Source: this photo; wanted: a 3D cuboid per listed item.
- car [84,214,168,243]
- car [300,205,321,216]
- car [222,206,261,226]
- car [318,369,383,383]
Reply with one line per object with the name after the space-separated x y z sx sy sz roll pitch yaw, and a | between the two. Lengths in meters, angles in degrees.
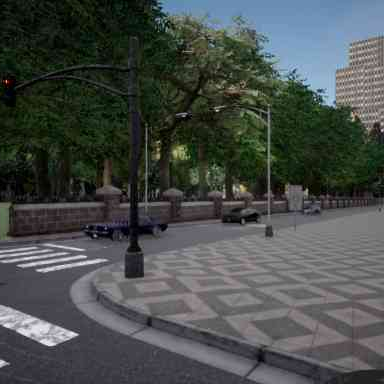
-3.493 1.895 18.251 1.895 1.301 4.718 0 -1 36 | car
16.730 2.516 46.718 2.128 1.511 4.902 0 -1 35 | car
4.437 2.053 29.448 1.882 1.535 5.008 0 0 35 | car
2.518 1.551 1.167 4.403 1.369 2.008 0 0 36 | car
